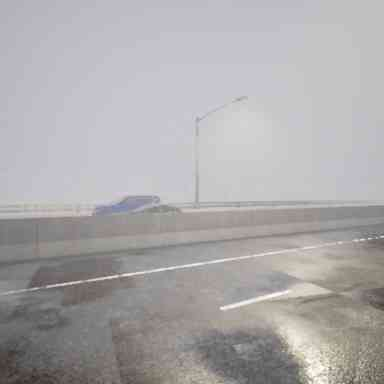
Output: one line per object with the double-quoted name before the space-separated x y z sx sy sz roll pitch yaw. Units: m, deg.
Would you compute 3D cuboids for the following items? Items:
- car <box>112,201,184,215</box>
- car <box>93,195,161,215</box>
"car" -2.788 1.593 23.345 4.892 1.490 1.837 0 0 -35
"car" -4.884 1.246 26.151 5.566 2.045 2.150 0 0 -35
